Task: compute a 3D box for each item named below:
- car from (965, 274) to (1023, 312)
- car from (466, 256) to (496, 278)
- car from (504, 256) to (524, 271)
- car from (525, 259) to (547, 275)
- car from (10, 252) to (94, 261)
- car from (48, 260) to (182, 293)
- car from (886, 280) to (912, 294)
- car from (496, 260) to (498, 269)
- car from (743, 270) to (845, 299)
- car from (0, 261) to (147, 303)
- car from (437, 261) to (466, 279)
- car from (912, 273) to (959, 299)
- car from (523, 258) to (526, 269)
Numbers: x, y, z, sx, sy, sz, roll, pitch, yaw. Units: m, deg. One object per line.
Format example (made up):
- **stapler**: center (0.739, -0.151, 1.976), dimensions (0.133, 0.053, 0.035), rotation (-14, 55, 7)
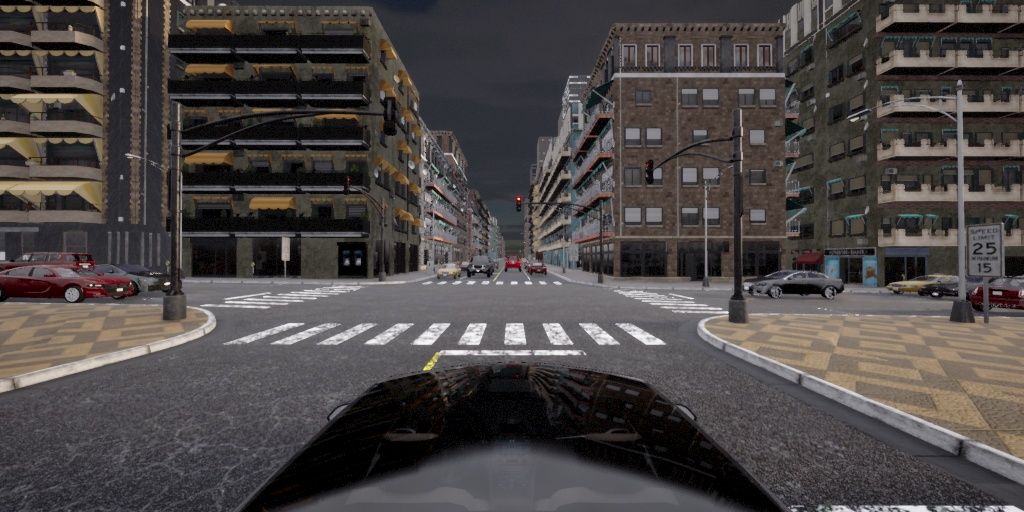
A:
- **car**: center (20.847, 1.501, 13.968), dimensions (4.097, 1.591, 1.967), rotation (0, 0, 0)
- **car**: center (-3.067, 0.980, 35.221), dimensions (2.150, 2.045, 5.566), rotation (0, 0, 0)
- **car**: center (0.147, 0.983, 49.723), dimensions (2.150, 2.045, 5.566), rotation (0, 0, 0)
- **car**: center (2.727, 1.304, 38.316), dimensions (1.888, 1.381, 4.507), rotation (0, 0, 0)
- **car**: center (-28.626, 0.687, 21.989), dimensions (5.009, 1.841, 2.192), rotation (0, 0, 0)
- **car**: center (-17.663, 1.050, 16.275), dimensions (4.181, 1.385, 1.994), rotation (1, -1, -1)
- **car**: center (26.266, 1.755, 22.318), dimensions (4.829, 1.417, 1.751), rotation (0, 0, 0)
- **car**: center (-3.056, 1.266, 45.260), dimensions (1.837, 1.490, 4.892), rotation (0, 0, 0)
- **car**: center (15.323, 1.523, 19.696), dimensions (4.902, 1.511, 2.128), rotation (1, -1, -1)
- **car**: center (-17.251, 1.012, 13.684), dimensions (4.507, 1.381, 1.888), rotation (0, 0, 0)
- **car**: center (-5.659, 1.283, 32.645), dimensions (1.751, 1.417, 4.829), rotation (0, 0, 0)
- **car**: center (25.987, 1.745, 19.765), dimensions (5.357, 1.411, 2.033), rotation (1, -1, 0)
- **car**: center (2.733, 1.201, 43.840), dimensions (1.967, 1.591, 4.097), rotation (0, 0, 0)
